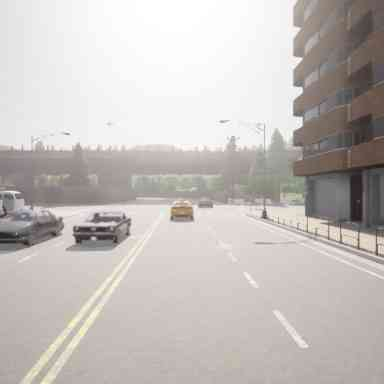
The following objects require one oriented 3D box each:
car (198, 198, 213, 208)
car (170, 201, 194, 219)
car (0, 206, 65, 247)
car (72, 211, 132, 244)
[{"bbox_3d":[1.914,1.530,48.381,1.994,1.385,4.181,0,0,-2],"label":"car"},{"bbox_3d":[-0.880,1.478,28.724,1.882,1.535,5.008,0,0,-2],"label":"car"},{"bbox_3d":[-7.584,1.547,15.393,2.033,1.411,5.357,0,0,-2],"label":"car"},{"bbox_3d":[-4.103,1.601,15.847,1.895,1.301,4.718,0,0,-2],"label":"car"}]
